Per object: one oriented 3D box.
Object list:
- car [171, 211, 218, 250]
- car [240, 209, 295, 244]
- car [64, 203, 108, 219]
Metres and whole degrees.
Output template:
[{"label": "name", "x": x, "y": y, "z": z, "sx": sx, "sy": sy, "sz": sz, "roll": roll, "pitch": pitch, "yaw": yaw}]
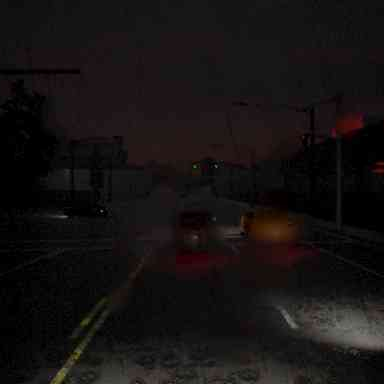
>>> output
[{"label": "car", "x": 0.105, "y": 1.592, "z": 14.922, "sx": 1.882, "sy": 1.535, "sz": 5.008, "roll": 0, "pitch": 0, "yaw": 0}, {"label": "car", "x": 3.604, "y": 1.599, "z": 16.608, "sx": 1.882, "sy": 1.535, "sz": 5.008, "roll": 0, "pitch": 0, "yaw": 0}, {"label": "car", "x": -9.821, "y": 1.684, "z": 30.808, "sx": 4.181, "sy": 1.385, "sz": 1.994, "roll": 0, "pitch": 0, "yaw": 30}]
